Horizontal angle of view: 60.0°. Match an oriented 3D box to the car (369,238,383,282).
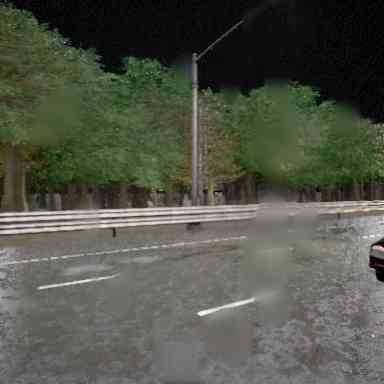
[{"bbox_3d":[6.400,1.490,8.432,4.902,1.511,2.128,0,0,-35],"label":"car"}]
